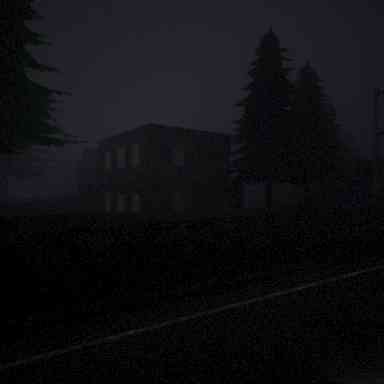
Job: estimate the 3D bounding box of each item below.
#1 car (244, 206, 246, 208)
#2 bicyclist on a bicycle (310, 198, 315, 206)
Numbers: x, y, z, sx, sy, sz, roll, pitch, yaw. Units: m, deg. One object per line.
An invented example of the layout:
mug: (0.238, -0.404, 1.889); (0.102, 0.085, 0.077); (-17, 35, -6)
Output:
car: (4.600, 1.737, 39.387); (1.812, 1.442, 4.674); (0, 0, -23)
bicyclist on a bicycle: (13.461, 1.524, 37.586); (1.656, 1.620, 0.582); (0, 0, -29)
